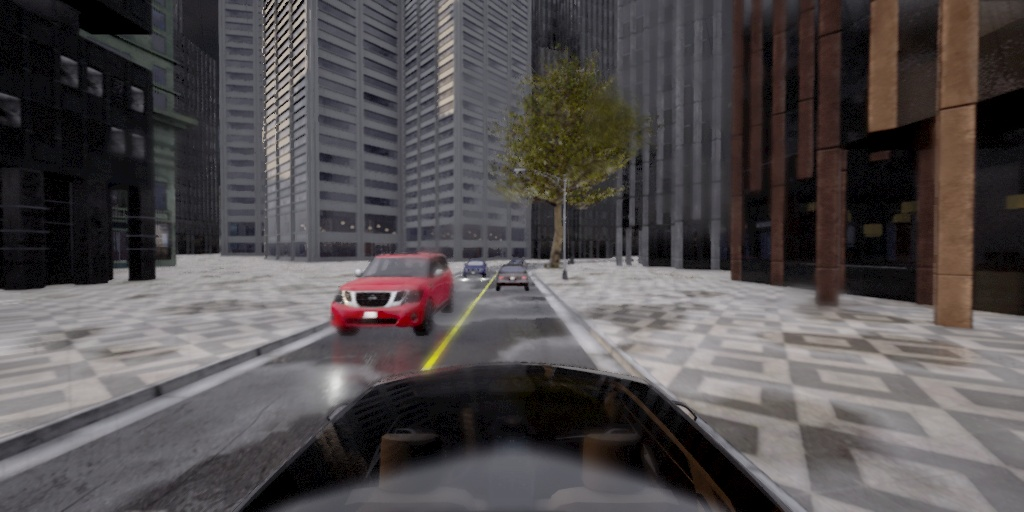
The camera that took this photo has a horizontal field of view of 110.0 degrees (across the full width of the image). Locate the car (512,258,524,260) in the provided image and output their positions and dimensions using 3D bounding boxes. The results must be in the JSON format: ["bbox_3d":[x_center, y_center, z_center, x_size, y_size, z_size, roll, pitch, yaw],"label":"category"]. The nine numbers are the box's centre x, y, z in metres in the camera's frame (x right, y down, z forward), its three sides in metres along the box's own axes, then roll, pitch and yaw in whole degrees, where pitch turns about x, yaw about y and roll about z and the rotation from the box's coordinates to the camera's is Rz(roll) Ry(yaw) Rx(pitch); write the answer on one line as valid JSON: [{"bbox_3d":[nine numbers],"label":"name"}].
[{"bbox_3d":[0.750,0.944,40.683,2.033,1.411,5.357,0,1,8],"label":"car"}]

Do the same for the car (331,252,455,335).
[{"bbox_3d":[-3.084,0.910,10.581,2.150,2.045,5.566,0,0,0],"label":"car"}]

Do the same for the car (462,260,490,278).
[{"bbox_3d":[-3.038,1.032,30.570,1.812,1.442,4.674,0,0,1],"label":"car"}]

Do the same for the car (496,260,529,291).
[{"bbox_3d":[0.028,1.151,20.750,2.033,1.411,5.357,0,1,0],"label":"car"}]
